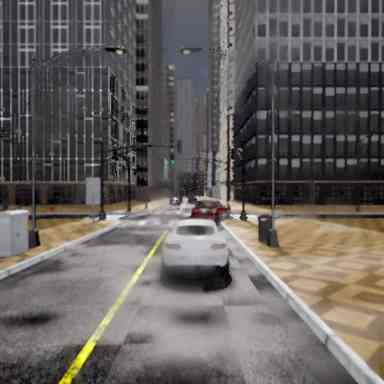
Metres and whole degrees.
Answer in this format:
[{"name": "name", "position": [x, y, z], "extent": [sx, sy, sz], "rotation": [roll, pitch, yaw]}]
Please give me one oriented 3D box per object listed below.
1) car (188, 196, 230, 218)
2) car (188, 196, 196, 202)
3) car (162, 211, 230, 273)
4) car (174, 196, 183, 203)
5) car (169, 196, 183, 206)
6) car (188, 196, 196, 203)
[{"name": "car", "position": [1.527, 1.418, 25.923], "extent": [2.097, 1.767, 4.553], "rotation": [0, -1, 18]}, {"name": "car", "position": [0.029, 1.700, 85.099], "extent": [1.882, 1.535, 5.008], "rotation": [0, 0, 0]}, {"name": "car", "position": [0.098, 1.546, 10.633], "extent": [1.812, 1.442, 4.674], "rotation": [0, 0, 0]}, {"name": "car", "position": [-2.975, 1.691, 75.134], "extent": [1.837, 1.490, 4.892], "rotation": [0, 0, 0]}, {"name": "car", "position": [-3.027, 1.638, 59.035], "extent": [2.128, 1.511, 4.902], "rotation": [0, 0, 1]}, {"name": "car", "position": [0.025, 1.698, 74.681], "extent": [1.837, 1.490, 4.892], "rotation": [0, 0, 0]}]
